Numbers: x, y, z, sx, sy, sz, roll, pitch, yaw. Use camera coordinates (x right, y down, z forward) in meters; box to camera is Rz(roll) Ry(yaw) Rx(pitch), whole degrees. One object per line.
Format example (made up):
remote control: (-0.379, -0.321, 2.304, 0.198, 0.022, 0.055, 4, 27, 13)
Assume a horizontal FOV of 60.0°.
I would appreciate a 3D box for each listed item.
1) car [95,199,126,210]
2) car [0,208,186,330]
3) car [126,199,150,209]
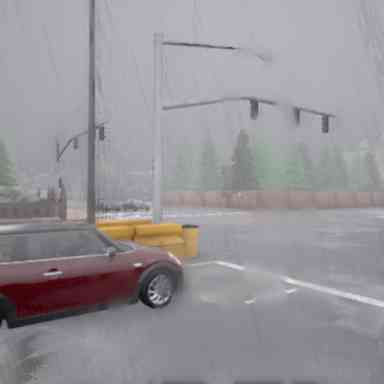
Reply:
car: (-9.936, 1.576, 39.003, 1.837, 1.490, 4.892, 0, 0, -36)
car: (-2.331, 1.361, 6.407, 4.553, 1.767, 2.097, 0, 0, -35)
car: (-6.942, 1.614, 40.835, 1.812, 1.442, 4.674, 0, 0, -36)
